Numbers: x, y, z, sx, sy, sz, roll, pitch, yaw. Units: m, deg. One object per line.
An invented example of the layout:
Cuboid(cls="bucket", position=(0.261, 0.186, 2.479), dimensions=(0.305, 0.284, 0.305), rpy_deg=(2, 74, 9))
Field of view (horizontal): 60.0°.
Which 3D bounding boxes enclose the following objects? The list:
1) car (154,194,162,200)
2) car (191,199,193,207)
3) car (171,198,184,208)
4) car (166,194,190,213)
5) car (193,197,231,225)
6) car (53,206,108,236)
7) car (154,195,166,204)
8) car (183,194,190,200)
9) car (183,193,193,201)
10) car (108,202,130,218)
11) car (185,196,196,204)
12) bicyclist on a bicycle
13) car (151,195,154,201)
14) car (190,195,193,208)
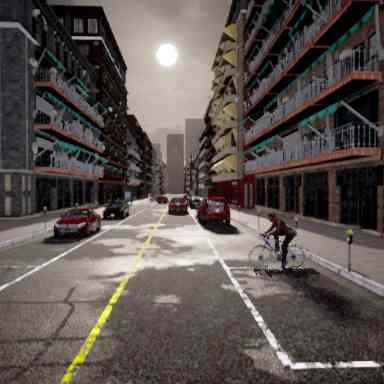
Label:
Cuboid(cls="car", position=(-9.444, 1.406, 91.484), dimensions=(1.967, 1.590, 4.097), rpy_deg=(-1, 0, -3))
Cuboid(cls="car", position=(1.252, 1.528, 29.392), dimensions=(2.008, 1.369, 4.403), rpy_deg=(-1, 0, -3))
Cuboid(cls="car", position=(-2.145, 1.571, 49.464), dimensions=(1.895, 1.301, 4.718), rpy_deg=(0, 0, -2))
Cuboid(cls="car", position=(-1.566, 1.326, 37.311), dimensions=(2.097, 1.767, 4.553), rpy_deg=(0, 0, -2))
Cuboid(cls="car", position=(1.508, 1.296, 23.733), dimensions=(2.192, 1.841, 5.009), rpy_deg=(-1, 0, -3))
Cuboid(cls="car", position=(-6.086, 1.567, 18.095), dimensions=(1.802, 1.307, 4.206), rpy_deg=(-1, 0, -3))
Cuboid(cls="car", position=(-5.618, 1.445, 62.991), dimensions=(1.882, 1.535, 5.008), rpy_deg=(0, 0, -2))
Cuboid(cls="car", position=(-1.558, 1.405, 91.636), dimensions=(1.967, 1.590, 4.097), rpy_deg=(-1, 0, -3))
Cuboid(cls="car", position=(-1.058, 1.279, 80.319), dimensions=(2.192, 1.841, 5.009), rpy_deg=(-1, 0, -3))
Cuboid(cls="car", position=(-6.603, 1.544, 29.386), dimensions=(1.947, 1.339, 4.313), rpy_deg=(-1, 0, -3))
Cuboid(cls="car", position=(-0.300, 1.517, 63.343), dimensions=(2.008, 1.369, 4.403), rpy_deg=(-1, 0, -3))
Cuboid(cls="bicyclist on a bicycle", position=(2.469, 1.417, 9.647), dimensions=(1.656, 1.620, 0.582), rpy_deg=(0, 0, -3))
Cuboid(cls="car", position=(-8.928, 1.405, 80.193), dimensions=(1.967, 1.590, 4.097), rpy_deg=(-1, 0, -3))
Cuboid(cls="car", position=(0.476, 1.536, 46.367), dimensions=(1.947, 1.339, 4.313), rpy_deg=(-1, 0, -3))
